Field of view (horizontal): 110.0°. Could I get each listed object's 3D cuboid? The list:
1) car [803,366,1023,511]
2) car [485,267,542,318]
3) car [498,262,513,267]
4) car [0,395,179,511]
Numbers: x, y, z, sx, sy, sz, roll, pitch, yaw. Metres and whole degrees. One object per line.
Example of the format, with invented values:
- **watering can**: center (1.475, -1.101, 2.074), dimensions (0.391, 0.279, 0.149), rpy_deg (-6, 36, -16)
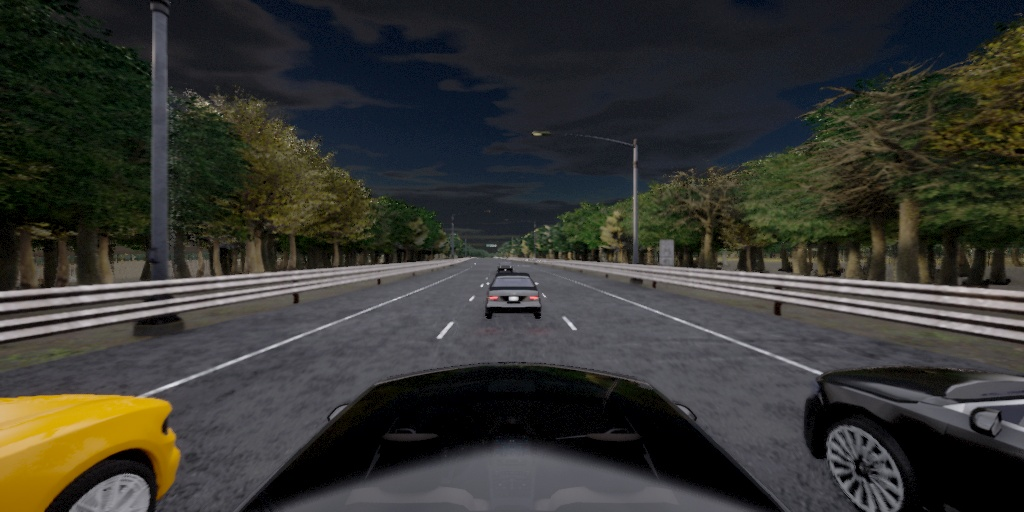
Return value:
- **car**: center (3.587, 1.240, 1.284), dimensions (2.128, 1.511, 4.902), rpy_deg (0, 0, 0)
- **car**: center (0.017, 1.298, 13.017), dimensions (2.033, 1.411, 5.357), rpy_deg (0, 0, -1)
- **car**: center (-0.870, 1.357, 44.575), dimensions (1.895, 1.301, 4.718), rpy_deg (0, 0, -2)
- **car**: center (-3.410, 1.229, 0.575), dimensions (1.882, 1.535, 5.008), rpy_deg (0, 0, 0)
